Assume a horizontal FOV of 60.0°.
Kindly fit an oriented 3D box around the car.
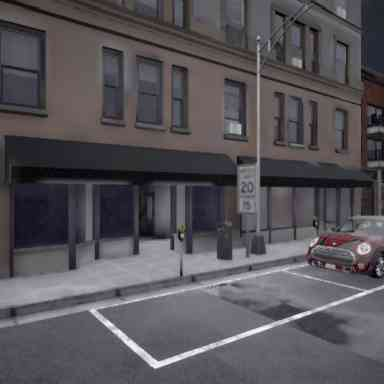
[{"bbox_3d":[5.281,1.440,9.954,4.097,1.590,1.967,0,0,-35],"label":"car"}]
